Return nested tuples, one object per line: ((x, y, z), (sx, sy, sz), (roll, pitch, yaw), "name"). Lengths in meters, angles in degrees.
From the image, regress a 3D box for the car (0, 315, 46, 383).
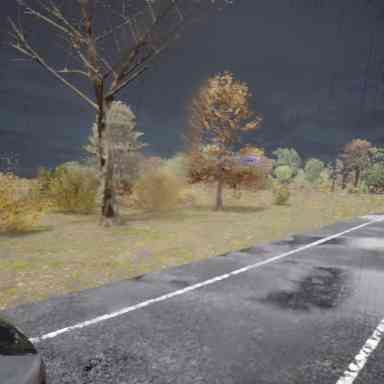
((-2.935, 1.447, 1.575), (1.994, 1.385, 4.181), (3, 2, 44), "car")
